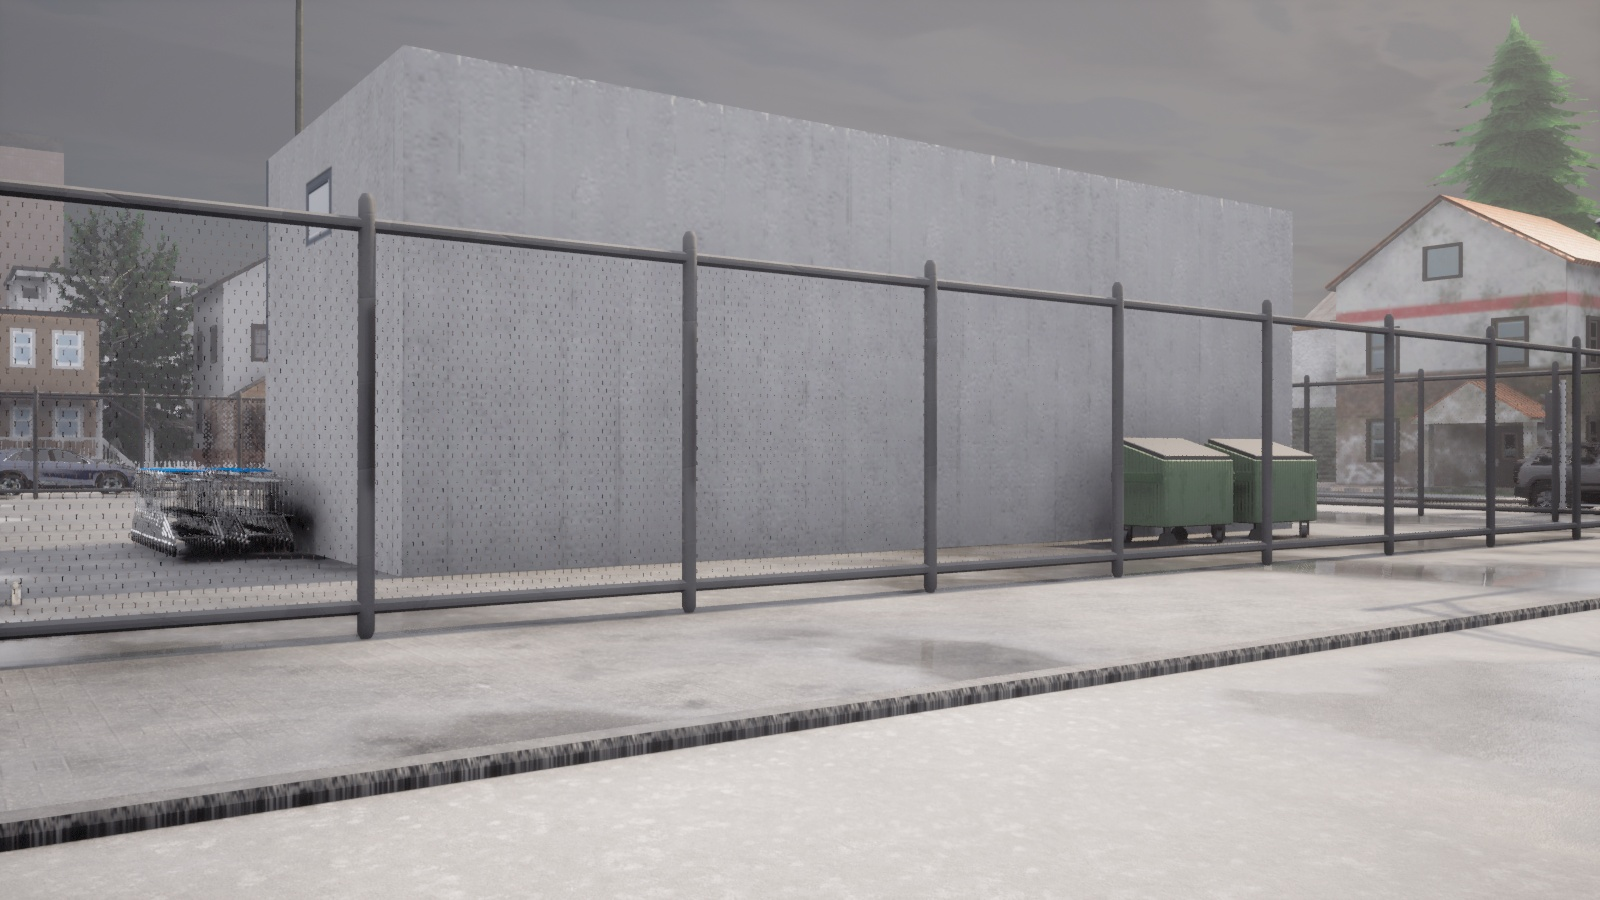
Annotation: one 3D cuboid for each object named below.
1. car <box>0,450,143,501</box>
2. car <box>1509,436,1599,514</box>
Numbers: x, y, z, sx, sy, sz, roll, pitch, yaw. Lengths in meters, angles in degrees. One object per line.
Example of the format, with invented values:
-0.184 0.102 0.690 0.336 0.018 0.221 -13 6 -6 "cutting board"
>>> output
-24.908 0.831 42.177 4.856 1.649 2.033 0 0 -34 "car"
19.927 0.593 30.206 1.932 1.855 4.605 0 0 -35 "car"
